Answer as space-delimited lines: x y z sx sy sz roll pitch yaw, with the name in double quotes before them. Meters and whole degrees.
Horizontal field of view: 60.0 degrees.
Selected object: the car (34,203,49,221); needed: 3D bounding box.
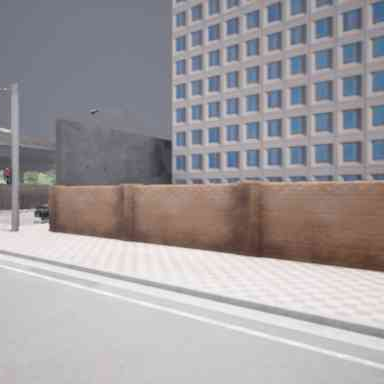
"car" -9.639 1.454 25.810 2.128 1.511 4.902 0 0 35
